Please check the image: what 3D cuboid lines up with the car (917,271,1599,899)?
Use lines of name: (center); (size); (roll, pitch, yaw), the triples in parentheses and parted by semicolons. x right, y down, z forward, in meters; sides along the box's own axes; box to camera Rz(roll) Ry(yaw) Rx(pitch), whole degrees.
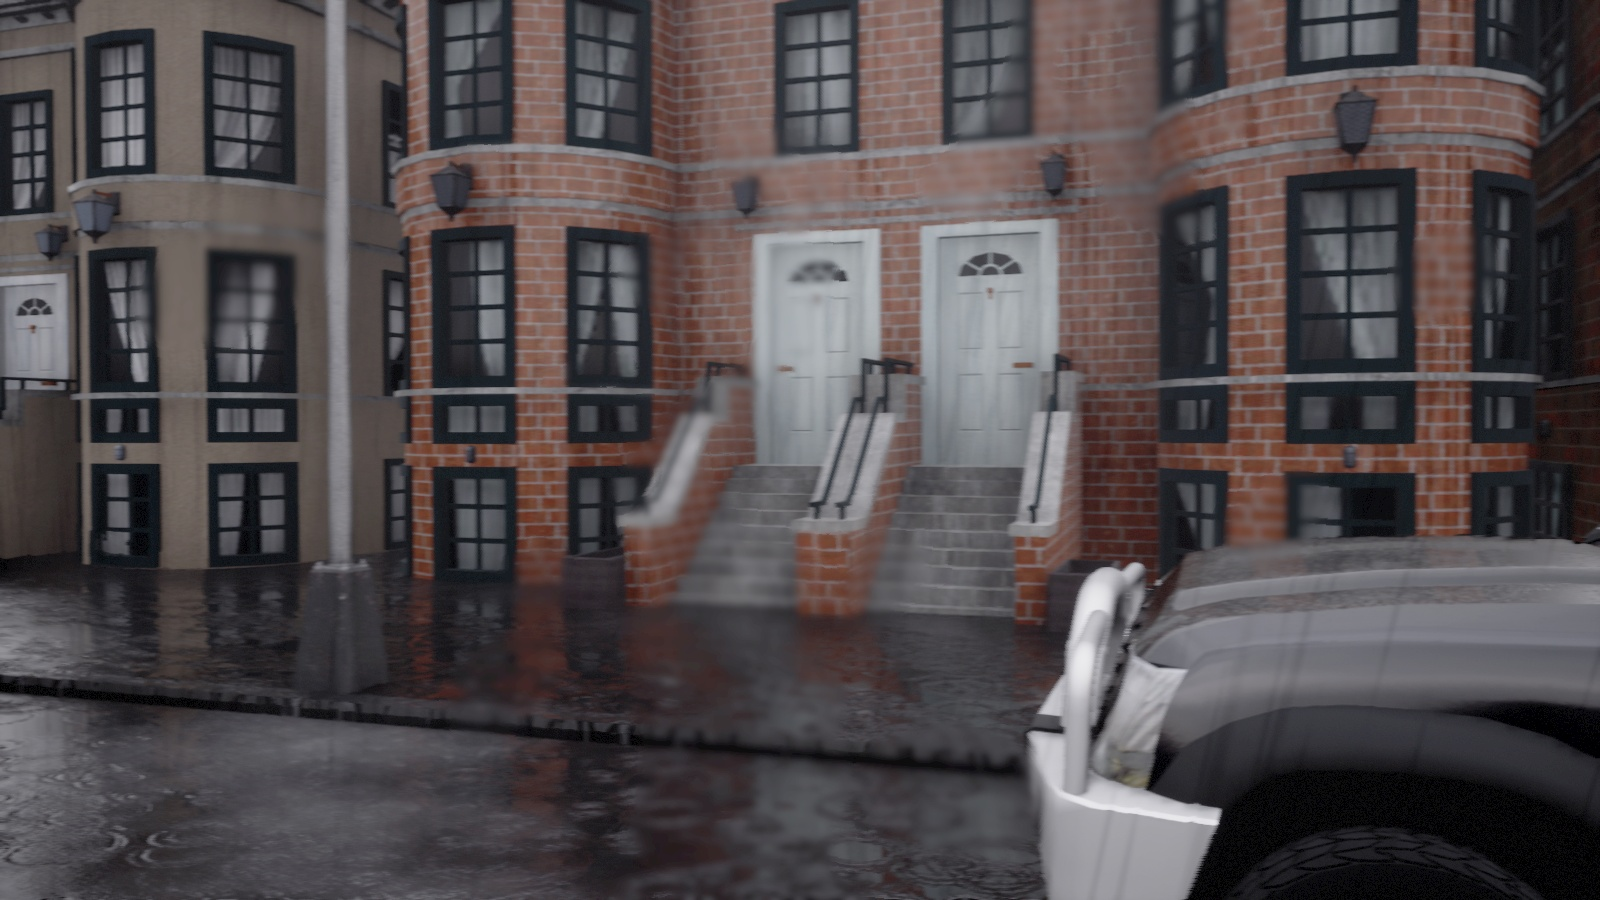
car: (2.736, 0.609, 2.798); (4.605, 1.855, 1.932); (1, 1, 19)
